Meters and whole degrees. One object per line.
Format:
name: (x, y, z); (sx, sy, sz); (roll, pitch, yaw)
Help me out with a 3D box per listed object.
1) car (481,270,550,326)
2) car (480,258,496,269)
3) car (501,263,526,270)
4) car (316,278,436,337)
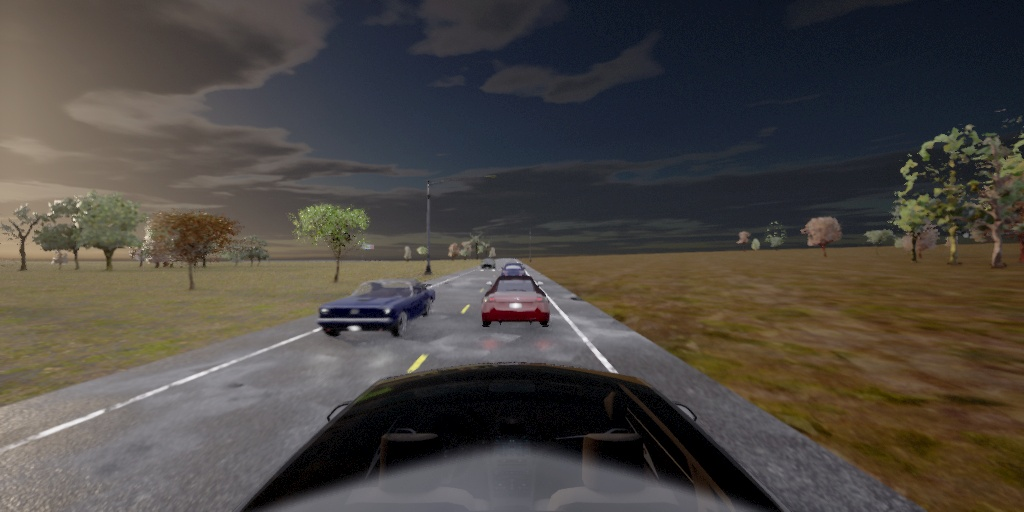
car: (0.100, 1.313, 11.694); (1.994, 1.385, 4.181); (0, 0, 0)
car: (-3.565, 1.095, 53.952); (2.097, 1.767, 4.553); (0, 0, 0)
car: (0.099, 1.273, 27.976); (1.812, 1.442, 4.674); (0, 0, 0)
car: (-3.601, 1.350, 10.408); (1.895, 1.301, 4.718); (0, 0, 0)
